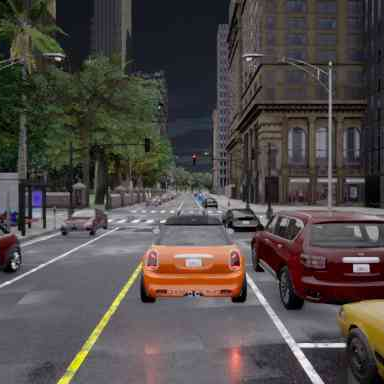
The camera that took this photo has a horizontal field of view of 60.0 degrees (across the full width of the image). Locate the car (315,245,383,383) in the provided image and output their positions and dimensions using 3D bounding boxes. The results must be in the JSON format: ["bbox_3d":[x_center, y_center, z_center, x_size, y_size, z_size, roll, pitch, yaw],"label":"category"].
[{"bbox_3d":[2.753,1.525,2.503,1.752,1.417,4.829,0,0,0],"label":"car"}]

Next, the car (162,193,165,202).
[{"bbox_3d":[-6.057,1.409,55.860,1.967,1.590,4.097,0,0,0],"label":"car"}]

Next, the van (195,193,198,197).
[{"bbox_3d":[2.324,1.275,82.987,1.690,1.788,3.998,0,0,0],"label":"van"}]

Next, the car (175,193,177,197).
[{"bbox_3d":[-6.260,1.231,93.802,2.192,1.841,5.009,0,0,0],"label":"car"}]

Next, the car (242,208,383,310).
[{"bbox_3d":[2.724,1.313,7.758,2.192,1.841,5.009,0,0,0],"label":"car"}]

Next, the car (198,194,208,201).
[{"bbox_3d":[2.468,1.494,56.056,1.752,1.417,4.829,0,0,0],"label":"car"}]

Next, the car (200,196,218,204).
[{"bbox_3d":[2.526,1.544,45.045,1.947,1.339,4.313,0,0,0],"label":"car"}]

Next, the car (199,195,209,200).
[{"bbox_3d":[2.497,1.539,50.465,1.947,1.339,4.313,0,0,0],"label":"car"}]

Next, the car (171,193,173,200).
[{"bbox_3d":[-6.173,1.257,77.541,2.192,1.841,5.009,0,0,0],"label":"car"}]

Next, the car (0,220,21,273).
[{"bbox_3d":[-5.801,1.438,7.729,1.967,1.590,4.097,0,0,0],"label":"car"}]

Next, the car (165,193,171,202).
[{"bbox_3d":[-6.144,1.390,72.121,1.967,1.590,4.097,0,0,0],"label":"car"}]

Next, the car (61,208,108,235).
[{"bbox_3d":[-5.858,1.576,18.581,1.802,1.307,4.206,0,0,0],"label":"car"}]

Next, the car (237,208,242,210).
[{"bbox_3d":[2.667,1.560,18.609,1.947,1.339,4.313,0,0,0],"label":"car"}]

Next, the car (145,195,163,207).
[{"bbox_3d":[-6.028,1.524,50.440,2.008,1.369,4.403,0,0,0],"label":"car"}]

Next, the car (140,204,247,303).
[{"bbox_3d":[0.033,1.350,8.379,2.097,1.767,4.553,0,0,0],"label":"car"}]

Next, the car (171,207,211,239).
[{"bbox_3d":[-0.031,1.596,18.198,1.895,1.301,4.718,0,0,0],"label":"car"}]
